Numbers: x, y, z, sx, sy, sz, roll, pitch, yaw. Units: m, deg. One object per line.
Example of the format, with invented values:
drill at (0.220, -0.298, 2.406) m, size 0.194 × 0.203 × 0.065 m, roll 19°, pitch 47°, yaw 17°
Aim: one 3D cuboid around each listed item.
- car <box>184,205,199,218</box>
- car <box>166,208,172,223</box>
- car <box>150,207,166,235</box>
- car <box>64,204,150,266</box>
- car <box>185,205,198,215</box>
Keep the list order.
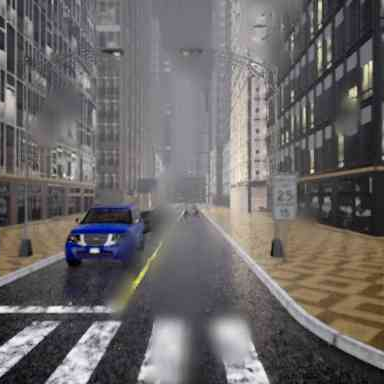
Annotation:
car at (-0.037, 2.470, 42.459) m, size 2.128 × 1.511 × 4.902 m, roll 0°, pitch -1°, yaw 0°
car at (-3.110, 2.284, 33.168) m, size 1.812 × 1.442 × 4.674 m, roll 0°, pitch -1°, yaw 0°
car at (-3.113, 2.006, 23.089) m, size 1.882 × 1.535 × 5.008 m, roll 0°, pitch -1°, yaw 0°
car at (-3.110, 1.522, 13.059) m, size 2.150 × 2.045 × 5.566 m, roll 0°, pitch -1°, yaw -2°
car at (-0.046, 2.769, 52.873) m, size 2.033 × 1.411 × 5.357 m, roll 0°, pitch -1°, yaw 0°
